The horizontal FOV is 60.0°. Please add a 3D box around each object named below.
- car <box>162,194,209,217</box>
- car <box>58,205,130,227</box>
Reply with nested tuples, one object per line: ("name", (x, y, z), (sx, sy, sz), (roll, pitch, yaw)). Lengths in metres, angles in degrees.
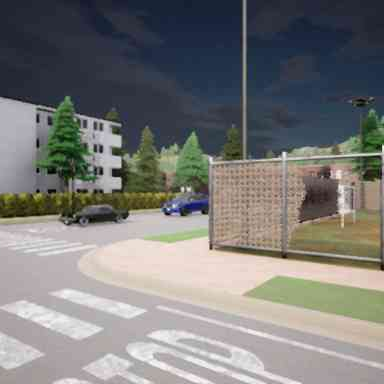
("car", (-0.413, 1.180, 31.249), (2.150, 2.045, 5.566), (0, 0, 36))
("car", (-6.563, 1.559, 22.544), (1.895, 1.301, 4.718), (0, 0, 35))
